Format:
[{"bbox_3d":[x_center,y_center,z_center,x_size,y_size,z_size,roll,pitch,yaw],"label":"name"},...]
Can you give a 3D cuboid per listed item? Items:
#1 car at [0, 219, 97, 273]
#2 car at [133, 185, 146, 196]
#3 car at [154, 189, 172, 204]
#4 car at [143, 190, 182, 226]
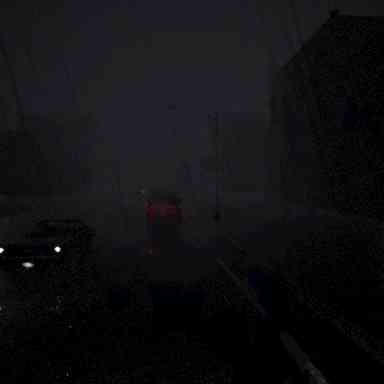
[{"bbox_3d":[-4.492,1.602,10.922,1.895,1.301,4.718,0,0,-5],"label":"car"},{"bbox_3d":[-8.451,-0.305,53.564,1.882,1.535,5.008,0,4,-5],"label":"car"},{"bbox_3d":[-3.700,0.515,42.151,2.128,1.511,4.902,0,3,-5],"label":"car"},{"bbox_3d":[-1.877,1.057,22.572,2.150,2.045,5.566,0,2,-4],"label":"car"}]
